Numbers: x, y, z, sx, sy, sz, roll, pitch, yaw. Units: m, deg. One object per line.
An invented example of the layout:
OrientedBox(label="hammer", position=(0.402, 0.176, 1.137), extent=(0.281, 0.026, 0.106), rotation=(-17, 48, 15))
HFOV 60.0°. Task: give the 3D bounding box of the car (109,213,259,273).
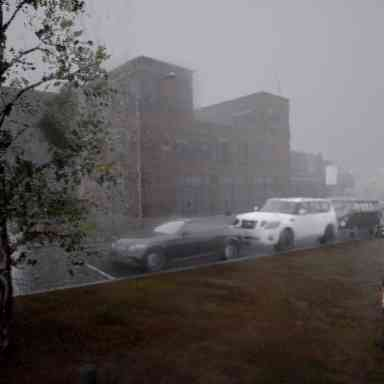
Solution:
OrientedBox(label="car", position=(-0.282, 1.509, 10.680), extent=(4.674, 1.452, 2.002), rotation=(2, -1, -37))

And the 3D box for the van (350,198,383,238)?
OrientedBox(label="van", position=(8.338, 1.302, 17.617), extent=(4.442, 1.987, 1.878), rotation=(2, 0, -43))

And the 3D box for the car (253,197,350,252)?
OrientedBox(label="car", position=(4.113, 1.248, 14.091), extent=(5.566, 2.045, 2.435), rotation=(2, 0, -41))
